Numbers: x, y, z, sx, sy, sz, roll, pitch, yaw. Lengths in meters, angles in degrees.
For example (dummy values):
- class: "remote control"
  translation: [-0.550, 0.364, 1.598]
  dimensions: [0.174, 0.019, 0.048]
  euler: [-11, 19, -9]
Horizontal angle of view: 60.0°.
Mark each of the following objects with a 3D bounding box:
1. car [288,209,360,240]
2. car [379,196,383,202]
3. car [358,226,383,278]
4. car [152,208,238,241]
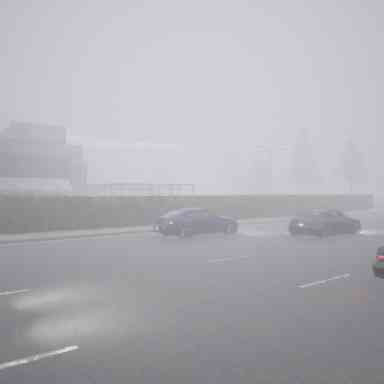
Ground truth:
- class: "car"
  translation: [6.899, 1.564, 17.248]
  dimensions: [4.181, 1.385, 1.994]
  euler: [0, 0, -35]
- class: "car"
  translation: [44.065, 1.478, 75.342]
  dimensions: [1.882, 1.535, 5.008]
  euler: [0, 0, 13]
- class: "car"
  translation: [6.716, 1.547, 8.526]
  dimensions: [5.357, 1.411, 2.033]
  euler: [0, 0, -35]
- class: "car"
  translation: [0.233, 1.526, 16.817]
  dimensions: [4.674, 1.442, 1.812]
  euler: [0, 0, -36]
